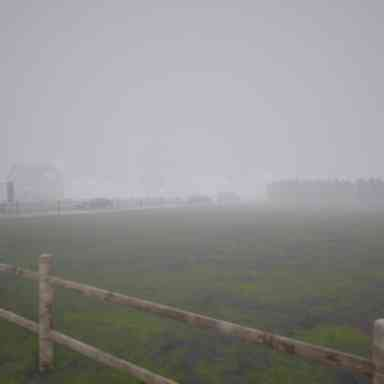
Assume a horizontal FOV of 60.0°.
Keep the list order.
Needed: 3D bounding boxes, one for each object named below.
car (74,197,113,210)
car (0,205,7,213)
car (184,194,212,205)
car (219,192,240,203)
[{"bbox_3d":[-11.859,1.355,40.115,1.882,1.535,5.008,-1,1,35],"label":"car"},{"bbox_3d":[-19.297,1.480,29.261,2.033,1.411,5.357,-1,0,34],"label":"car"},{"bbox_3d":[1.373,1.119,54.228,2.097,1.767,4.553,-1,0,35],"label":"car"},{"bbox_3d":[6.904,0.939,62.364,2.150,2.045,5.566,-1,0,35],"label":"car"}]
